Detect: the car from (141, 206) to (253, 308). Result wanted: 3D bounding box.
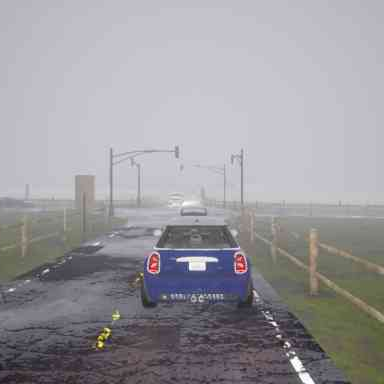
[{"bbox_3d":[0.096,1.353,8.096,2.097,1.767,4.553,0,0,0],"label":"car"}]

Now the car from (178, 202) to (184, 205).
[{"bbox_3d":[0.091,1.507,17.262,1.837,1.490,4.892,0,0,0],"label":"car"}]

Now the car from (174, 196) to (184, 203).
[{"bbox_3d":[-2.735,1.615,69.928,1.895,1.301,4.718,0,0,0],"label":"car"}]

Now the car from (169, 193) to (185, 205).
[{"bbox_3d":[-2.839,1.237,59.906,2.150,2.045,5.566,0,0,0],"label":"car"}]

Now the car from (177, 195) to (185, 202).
[{"bbox_3d":[-2.701,1.549,80.270,1.812,1.442,4.674,0,0,0],"label":"car"}]

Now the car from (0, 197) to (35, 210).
[{"bbox_3d":[-19.549,1.226,36.377,4.181,1.385,1.994,1,0,0],"label":"car"}]
